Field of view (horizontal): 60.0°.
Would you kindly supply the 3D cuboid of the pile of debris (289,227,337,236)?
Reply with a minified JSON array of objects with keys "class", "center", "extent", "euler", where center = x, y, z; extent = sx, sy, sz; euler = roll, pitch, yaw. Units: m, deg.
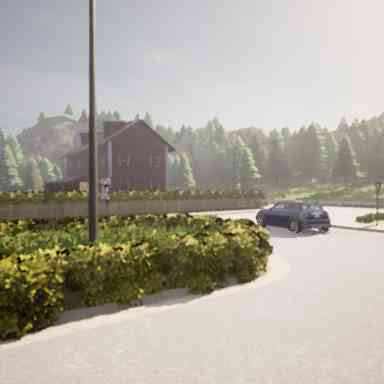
[{"class":"pile of debris","center":[6.362,2.063,17.499],"extent":[1.500,0.140,1.860],"euler":[-1,0,-35]}]

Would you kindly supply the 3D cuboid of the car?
[{"class":"car","center":[5.569,1.236,18.930],"extent":[2.097,1.767,4.553],"euler":[-1,0,-23]}]

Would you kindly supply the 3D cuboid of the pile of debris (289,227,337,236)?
[{"class":"pile of debris","center":[6.362,2.063,17.499],"extent":[1.500,0.140,1.860],"euler":[-1,0,-35]}]
